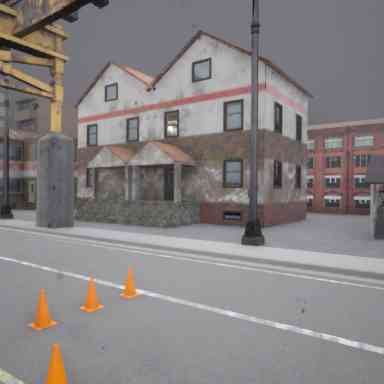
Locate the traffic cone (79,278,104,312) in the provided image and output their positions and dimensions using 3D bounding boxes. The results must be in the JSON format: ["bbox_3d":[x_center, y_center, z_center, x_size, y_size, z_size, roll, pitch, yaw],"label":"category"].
[{"bbox_3d":[-1.931,1.949,6.417,0.340,0.580,0.340,0,0,36],"label":"traffic cone"}]

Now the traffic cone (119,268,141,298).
[{"bbox_3d":[-1.346,1.949,7.228,0.340,0.580,0.340,0,0,36],"label":"traffic cone"}]

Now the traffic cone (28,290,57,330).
[{"bbox_3d":[-2.516,1.949,5.606,0.340,0.580,0.340,0,0,36],"label":"traffic cone"}]

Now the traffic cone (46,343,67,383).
[{"bbox_3d":[-1.479,1.952,3.625,0.340,0.580,0.340,0,0,36],"label":"traffic cone"}]
